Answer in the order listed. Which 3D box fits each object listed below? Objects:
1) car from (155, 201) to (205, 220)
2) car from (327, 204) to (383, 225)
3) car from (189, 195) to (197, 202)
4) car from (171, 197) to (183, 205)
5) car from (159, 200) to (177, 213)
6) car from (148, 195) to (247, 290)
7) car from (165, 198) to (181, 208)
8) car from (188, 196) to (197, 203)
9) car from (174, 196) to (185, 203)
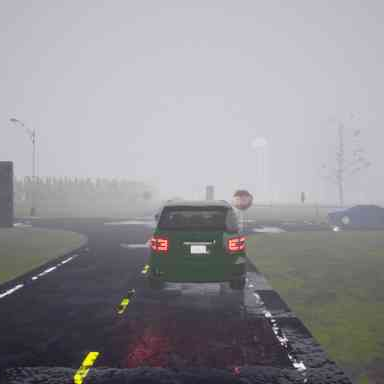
[{"bbox_3d":[-0.925,1.562,29.434,2.033,1.411,5.357,0,0,28],"label":"car"},{"bbox_3d":[12.930,1.671,25.380,5.008,1.535,1.882,1,1,0],"label":"car"},{"bbox_3d":[0.184,1.497,80.204,1.882,1.535,5.008,0,0,0],"label":"car"},{"bbox_3d":[-2.665,1.576,59.115,1.812,1.442,4.674,0,0,1],"label":"car"},{"bbox_3d":[-2.731,1.622,38.874,1.895,1.301,4.718,0,0,-1],"label":"car"},{"bbox_3d":[0.108,1.222,9.220,2.150,2.045,5.566,0,0,0],"label":"car"},{"bbox_3d":[-2.709,1.598,48.831,1.994,1.385,4.181,0,0,1],"label":"car"},{"bbox_3d":[0.165,1.591,70.201,1.812,1.442,4.674,0,0,0],"label":"car"},{"bbox_3d":[-2.587,1.604,69.786,2.033,1.411,5.357,0,0,0],"label":"car"}]
